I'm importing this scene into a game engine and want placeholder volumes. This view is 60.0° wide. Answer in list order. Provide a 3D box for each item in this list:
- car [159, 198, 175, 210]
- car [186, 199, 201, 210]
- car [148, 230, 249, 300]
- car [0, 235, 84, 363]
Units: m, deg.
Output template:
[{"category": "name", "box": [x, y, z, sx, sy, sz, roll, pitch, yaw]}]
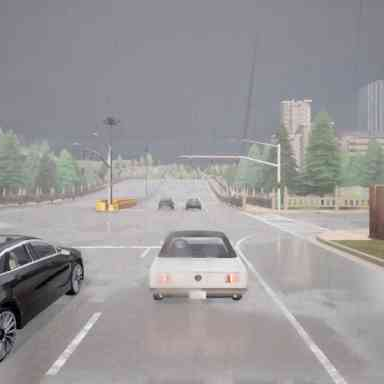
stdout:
[{"category": "car", "box": [-3.304, 1.505, 43.736, 1.837, 1.490, 4.892, 0, 0, 0]}, {"category": "car", "box": [0.198, 1.564, 43.914, 1.994, 1.385, 4.181, 0, 0, 0]}, {"category": "car", "box": [0.117, 1.601, 8.311, 1.895, 1.301, 4.718, 0, 0, 0]}, {"category": "car", "box": [-3.387, 1.492, 5.777, 2.128, 1.511, 4.902, 0, 0, 0]}]
